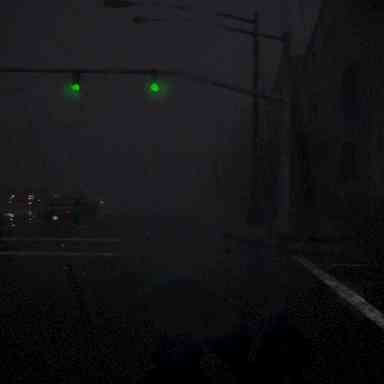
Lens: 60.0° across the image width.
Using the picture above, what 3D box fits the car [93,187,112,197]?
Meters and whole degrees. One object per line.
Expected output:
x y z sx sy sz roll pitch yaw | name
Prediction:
-13.286 -0.030 49.295 2.033 1.411 5.357 0 2 1 | car

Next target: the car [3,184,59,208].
-13.864 0.382 28.984 2.097 1.767 4.553 0 2 1 | car

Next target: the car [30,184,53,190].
-34.627 -1.209 76.730 1.853 1.218 4.536 1 2 30 | car

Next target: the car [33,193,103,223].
-6.907 0.959 19.151 1.895 1.301 4.718 0 2 1 | car

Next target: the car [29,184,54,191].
-34.602 -1.053 76.780 2.038 1.542 4.974 1 2 30 | car

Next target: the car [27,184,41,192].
-33.941 -0.888 71.398 2.038 1.542 4.974 -1 2 -35 | car

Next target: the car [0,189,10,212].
-14.054 0.786 21.270 1.812 1.442 4.674 0 2 1 | car

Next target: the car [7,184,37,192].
-34.040 -0.750 66.793 2.038 1.542 4.974 2 2 45 | car

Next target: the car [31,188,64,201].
-17.074 0.263 39.498 1.994 1.385 4.181 0 2 1 | car

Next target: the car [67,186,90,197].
-16.784 -0.072 49.411 1.812 1.442 4.674 0 2 1 | car

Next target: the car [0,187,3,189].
-17.346 0.346 29.618 2.097 1.767 4.553 0 2 3 | car

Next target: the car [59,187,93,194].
-13.584 0.297 38.911 1.994 1.385 4.181 0 2 2 | car

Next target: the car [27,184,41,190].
-33.970 -1.047 71.436 1.853 1.218 4.536 -1 2 -35 | car

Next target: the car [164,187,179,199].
-2.769 0.056 45.774 1.882 1.535 5.008 0 2 1 | car
